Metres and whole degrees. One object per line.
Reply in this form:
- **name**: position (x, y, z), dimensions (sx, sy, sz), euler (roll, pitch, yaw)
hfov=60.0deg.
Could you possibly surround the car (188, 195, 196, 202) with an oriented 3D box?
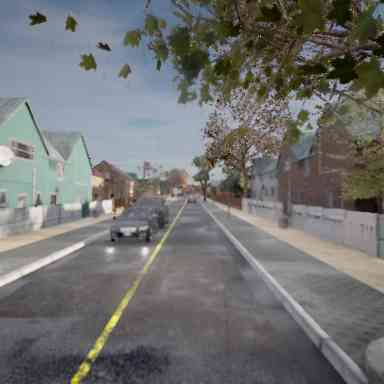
- **car**: position (-0.014, 1.561, 78.656), dimensions (1.812, 1.442, 4.674), euler (0, 0, 0)

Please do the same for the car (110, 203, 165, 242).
- **car**: position (-2.754, 1.548, 16.675), dimensions (2.128, 1.511, 4.902), euler (0, 0, 0)

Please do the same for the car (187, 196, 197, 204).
- **car**: position (-0.013, 1.729, 68.688), dimensions (1.994, 1.385, 4.181), euler (0, 0, 0)

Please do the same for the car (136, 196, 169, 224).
- **car**: position (-2.757, 1.287, 22.480), dimensions (2.150, 2.045, 5.566), euler (0, 0, 0)
